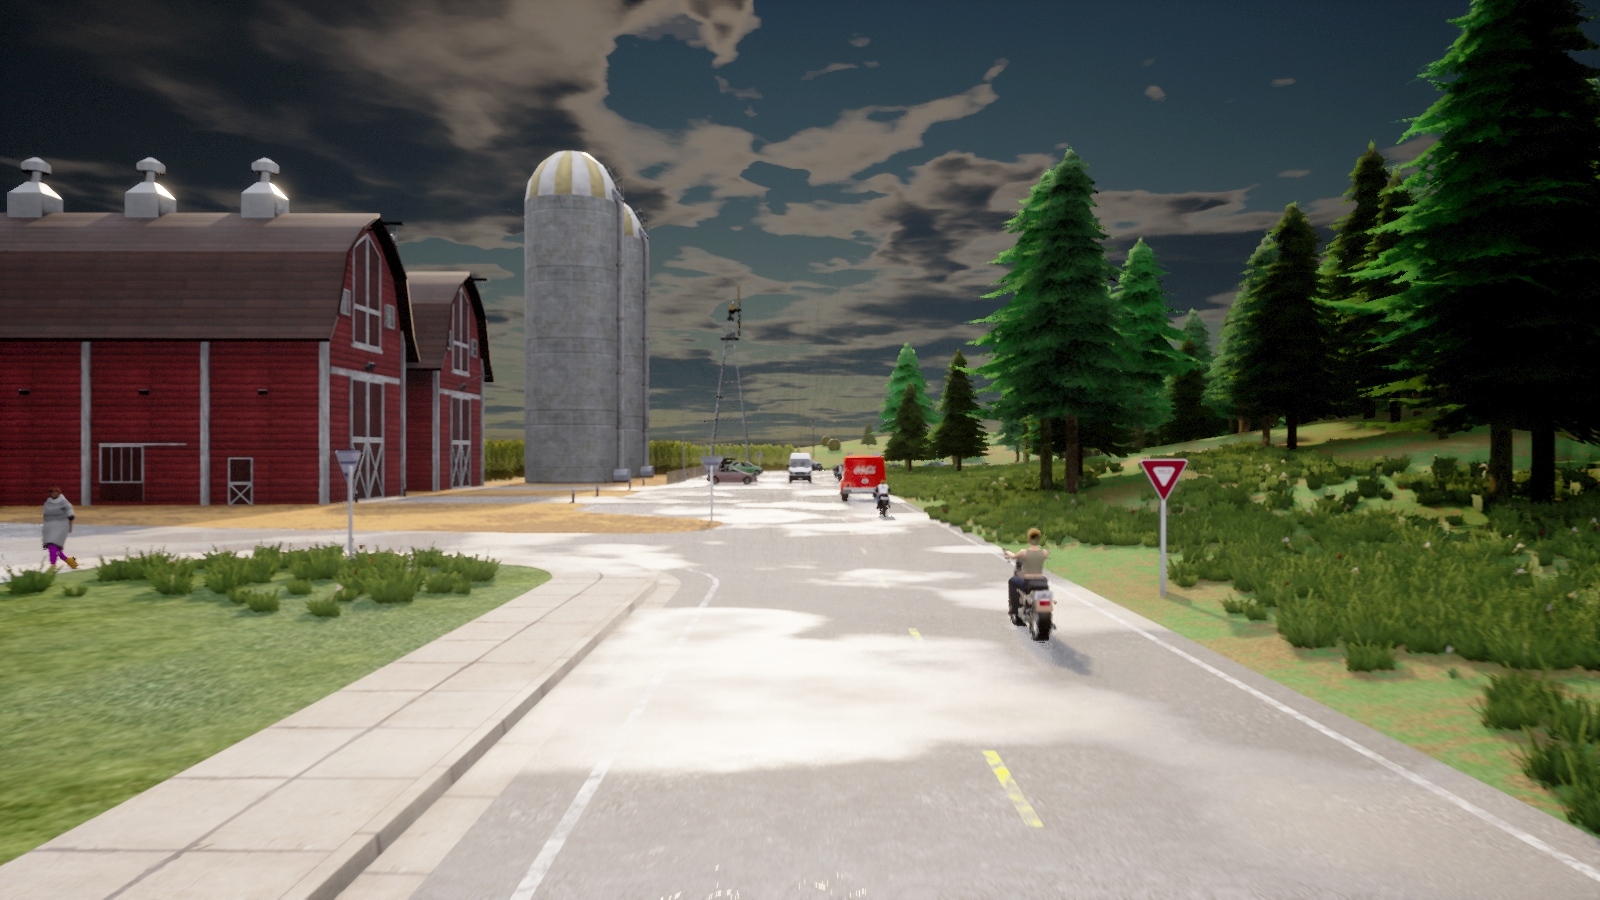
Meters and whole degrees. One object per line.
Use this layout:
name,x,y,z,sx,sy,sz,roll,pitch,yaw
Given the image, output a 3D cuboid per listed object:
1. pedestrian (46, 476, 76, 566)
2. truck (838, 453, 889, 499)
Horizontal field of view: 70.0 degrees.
pedestrian,-15.481,1.470,23.927,0.375,1.860,0.375,0,0,6
truck,3.519,1.428,64.378,2.627,2.467,5.204,0,0,0
